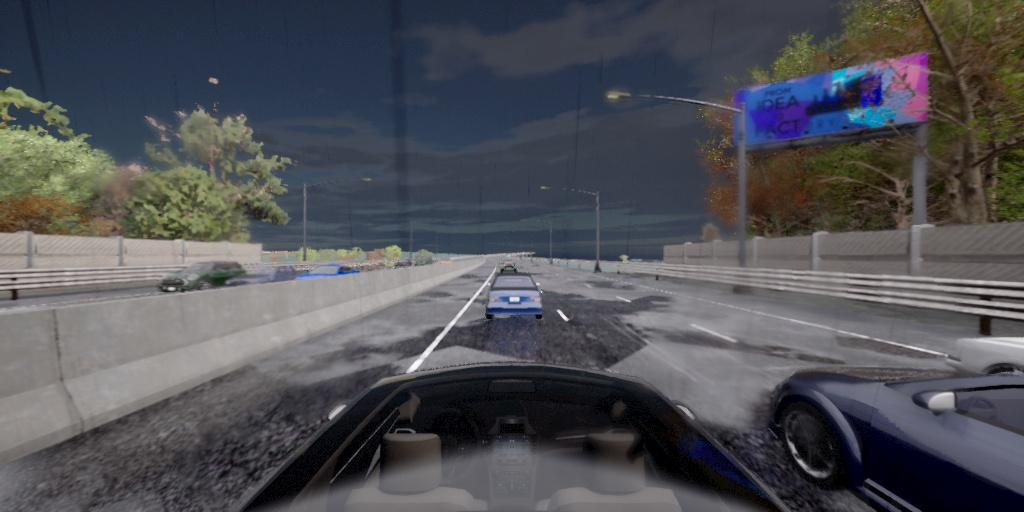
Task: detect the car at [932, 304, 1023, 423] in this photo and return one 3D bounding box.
[{"bbox_3d":[7.094,1.351,2.881,1.895,1.301,4.718,0,0,0],"label":"car"}]

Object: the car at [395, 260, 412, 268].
[{"bbox_3d":[-18.572,1.313,61.945,2.033,1.411,5.357,0,0,-1],"label":"car"}]

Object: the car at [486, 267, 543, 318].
[{"bbox_3d":[0.054,1.306,12.927,2.033,1.411,5.357,0,0,0],"label":"car"}]

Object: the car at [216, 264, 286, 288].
[{"bbox_3d":[-14.223,1.312,21.288,2.033,1.411,5.357,0,0,-1],"label":"car"}]

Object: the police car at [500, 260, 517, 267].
[{"bbox_3d":[-0.419,1.270,43.429,2.038,1.542,4.974,0,0,-1],"label":"police car"}]

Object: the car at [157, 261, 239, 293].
[{"bbox_3d":[-17.721,1.117,20.880,2.097,1.767,4.553,0,0,-1],"label":"car"}]

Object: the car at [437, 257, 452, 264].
[{"bbox_3d":[-11.606,1.116,62.324,2.097,1.767,4.553,0,0,-1],"label":"car"}]

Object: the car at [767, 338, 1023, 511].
[{"bbox_3d":[3.592,1.314,1.916,1.994,1.385,4.181,0,0,0],"label":"car"}]

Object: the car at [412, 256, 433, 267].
[{"bbox_3d":[-15.085,0.987,62.047,2.150,2.045,5.566,0,0,-1],"label":"car"}]

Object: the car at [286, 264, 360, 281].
[{"bbox_3d":[-10.724,1.242,21.204,1.882,1.535,5.008,0,0,-1],"label":"car"}]
